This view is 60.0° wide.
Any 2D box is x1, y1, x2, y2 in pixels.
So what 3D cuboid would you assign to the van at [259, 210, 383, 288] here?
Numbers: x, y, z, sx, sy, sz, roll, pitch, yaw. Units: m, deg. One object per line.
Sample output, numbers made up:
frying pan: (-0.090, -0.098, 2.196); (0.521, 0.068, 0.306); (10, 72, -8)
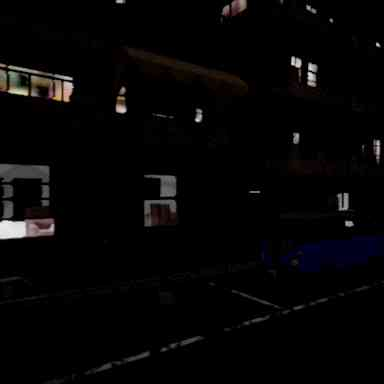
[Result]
van: (3.631, 1.417, 9.163); (3.998, 1.788, 1.690); (1, -1, -36)
